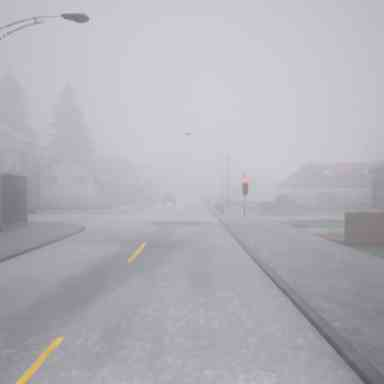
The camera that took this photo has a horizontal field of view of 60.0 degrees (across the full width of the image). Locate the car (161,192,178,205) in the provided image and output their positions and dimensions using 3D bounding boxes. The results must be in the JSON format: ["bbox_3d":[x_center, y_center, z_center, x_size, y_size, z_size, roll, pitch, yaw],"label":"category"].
[{"bbox_3d":[-4.036,1.108,58.137,2.150,2.045,5.566,0,0,1],"label":"car"}]
